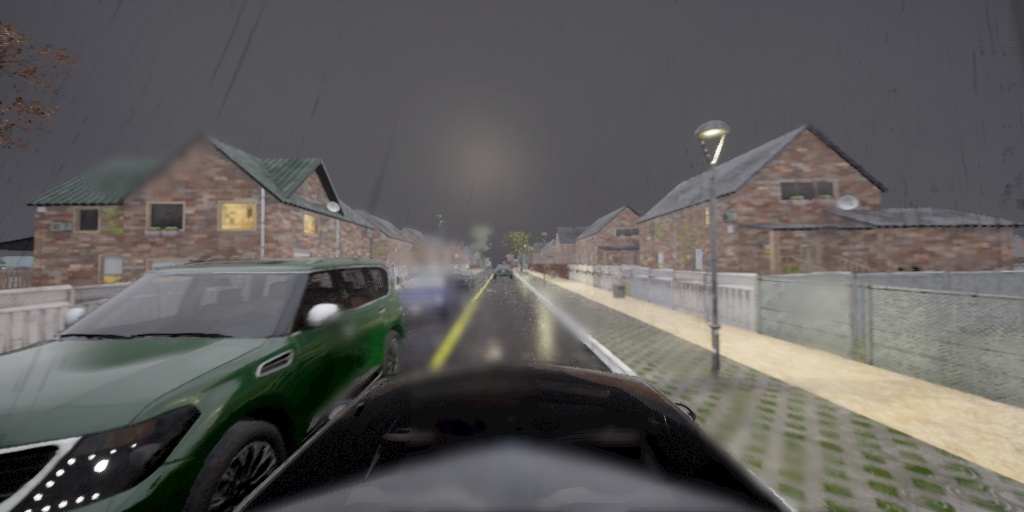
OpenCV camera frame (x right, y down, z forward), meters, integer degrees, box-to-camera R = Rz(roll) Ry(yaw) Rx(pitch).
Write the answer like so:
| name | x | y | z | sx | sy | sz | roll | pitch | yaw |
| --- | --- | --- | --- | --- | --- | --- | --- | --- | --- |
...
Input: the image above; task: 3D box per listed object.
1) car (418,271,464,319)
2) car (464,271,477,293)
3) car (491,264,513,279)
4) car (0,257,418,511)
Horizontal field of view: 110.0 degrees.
| name | x | y | z | sx | sy | sz | roll | pitch | yaw |
| --- | --- | --- | --- | --- | --- | --- | --- | --- | --- |
| car | -3.137 | 1.459 | 13.837 | 1.812 | 1.442 | 4.674 | -1 | -1 | -1 |
| car | -3.425 | 1.666 | 23.735 | 1.895 | 1.301 | 4.718 | -1 | -1 | -2 |
| car | -0.966 | 1.633 | 39.962 | 2.097 | 1.767 | 4.553 | -1 | -1 | -2 |
| car | -2.858 | 1.033 | 4.094 | 2.150 | 2.045 | 5.566 | -1 | -1 | -2 |
